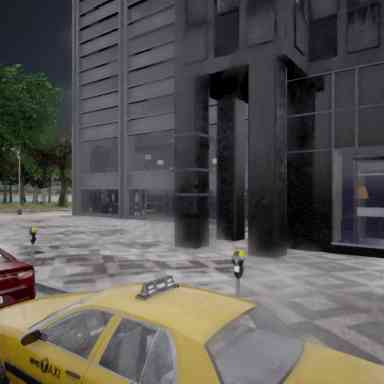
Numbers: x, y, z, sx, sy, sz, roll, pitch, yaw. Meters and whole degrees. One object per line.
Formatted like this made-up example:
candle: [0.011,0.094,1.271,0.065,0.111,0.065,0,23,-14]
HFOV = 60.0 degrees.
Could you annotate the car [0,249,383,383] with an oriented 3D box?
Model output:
car: [-0.537,1.525,3.347,4.829,1.417,1.752,0,0,36]

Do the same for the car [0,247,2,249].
car: [-4.823,1.545,6.410,4.507,1.381,1.887,0,0,36]
